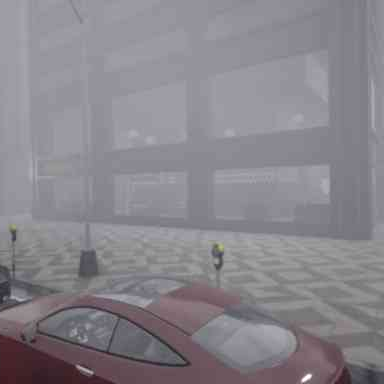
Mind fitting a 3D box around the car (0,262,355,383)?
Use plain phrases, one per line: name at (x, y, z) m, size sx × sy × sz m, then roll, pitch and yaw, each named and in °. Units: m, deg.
car at (-0.619, 1.549, 3.427) m, size 4.206 × 1.307 × 1.802 m, roll -1°, pitch 1°, yaw 34°
